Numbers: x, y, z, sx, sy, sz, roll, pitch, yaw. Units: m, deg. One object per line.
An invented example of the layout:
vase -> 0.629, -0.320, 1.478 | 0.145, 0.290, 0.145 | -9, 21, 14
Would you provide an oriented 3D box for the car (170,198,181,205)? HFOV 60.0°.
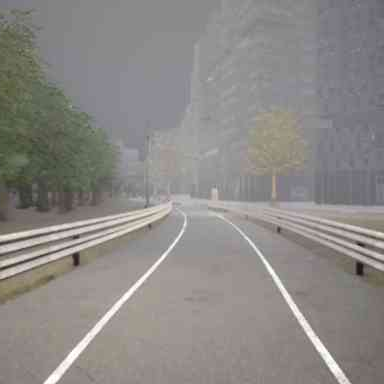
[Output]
car -> -3.501, 1.901, 64.539 | 1.895, 1.301, 4.718 | 0, 0, -15
